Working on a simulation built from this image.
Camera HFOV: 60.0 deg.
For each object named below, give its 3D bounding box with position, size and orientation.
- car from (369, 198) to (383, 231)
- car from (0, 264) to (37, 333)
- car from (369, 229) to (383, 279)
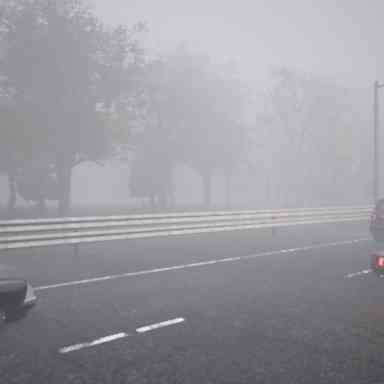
[{"bbox_3d":[10.350,1.264,15.164,5.566,2.045,2.150,0,0,-34],"label":"car"},{"bbox_3d":[-4.808,1.595,4.598,4.718,1.301,1.895,0,0,-36],"label":"car"},{"bbox_3d":[6.552,1.625,8.313,4.718,1.301,1.895,0,0,-35],"label":"car"}]
